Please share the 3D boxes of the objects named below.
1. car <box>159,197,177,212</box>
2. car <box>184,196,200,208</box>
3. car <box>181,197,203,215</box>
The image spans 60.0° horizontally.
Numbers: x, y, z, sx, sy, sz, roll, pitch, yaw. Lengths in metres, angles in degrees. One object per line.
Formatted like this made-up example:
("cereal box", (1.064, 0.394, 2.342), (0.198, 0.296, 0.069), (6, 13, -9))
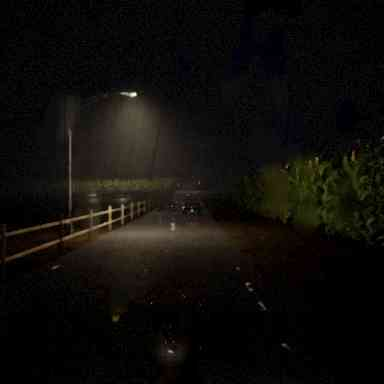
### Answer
("car", (-2.742, 1.416, 38.483), (1.837, 1.490, 4.892), (0, 1, 0))
("car", (0.020, 1.333, 45.393), (2.033, 1.411, 5.357), (0, 1, 0))
("car", (0.008, 1.476, 33.946), (1.837, 1.490, 4.892), (0, 1, 0))
